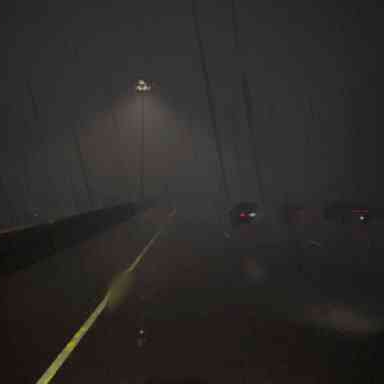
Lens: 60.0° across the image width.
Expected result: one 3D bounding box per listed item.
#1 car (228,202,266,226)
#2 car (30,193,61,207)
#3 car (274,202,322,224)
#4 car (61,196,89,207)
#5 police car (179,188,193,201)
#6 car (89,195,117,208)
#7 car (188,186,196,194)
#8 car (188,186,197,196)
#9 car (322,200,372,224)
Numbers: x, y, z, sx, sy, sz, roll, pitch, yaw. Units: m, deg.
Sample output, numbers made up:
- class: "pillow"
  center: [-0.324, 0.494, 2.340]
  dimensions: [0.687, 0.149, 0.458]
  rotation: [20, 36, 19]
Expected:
- class: "car"
  center: [3.595, 1.395, 22.291]
  dimensions: [2.033, 1.411, 5.357]
  rotation: [0, 1, 0]
- class: "car"
  center: [-17.600, 1.176, 41.047]
  dimensions: [1.895, 1.301, 4.718]
  rotation: [0, 1, 0]
- class: "car"
  center: [7.095, 1.401, 23.222]
  dimensions: [1.994, 1.385, 4.181]
  rotation: [0, 1, 0]
- class: "car"
  center: [-14.101, 1.169, 41.460]
  dimensions: [1.895, 1.301, 4.718]
  rotation: [0, 1, 0]
- class: "police car"
  center: [-1.237, 0.664, 57.356]
  dimensions: [1.930, 1.638, 5.238]
  rotation: [0, 1, 0]
- class: "car"
  center: [-10.604, 1.123, 41.035]
  dimensions: [2.033, 1.411, 5.357]
  rotation: [0, 1, 0]
- class: "car"
  center: [-0.017, -0.553, 90.094]
  dimensions: [2.150, 2.045, 5.566]
  rotation: [0, 2, 0]
- class: "car"
  center: [-0.013, -0.130, 75.089]
  dimensions: [2.150, 2.045, 5.566]
  rotation: [0, 2, 0]
- class: "car"
  center: [10.595, 1.343, 23.171]
  dimensions: [1.837, 1.490, 4.892]
  rotation: [0, 1, 0]
